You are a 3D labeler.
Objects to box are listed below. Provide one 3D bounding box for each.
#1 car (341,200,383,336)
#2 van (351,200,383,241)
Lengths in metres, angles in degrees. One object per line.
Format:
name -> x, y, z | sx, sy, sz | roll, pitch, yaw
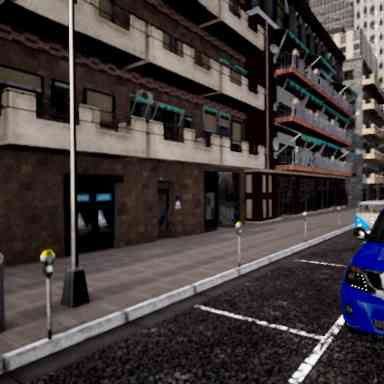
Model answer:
car -> 4.470, 1.213, 6.139 | 2.150, 2.045, 5.566 | 0, 0, 37
van -> 9.453, 1.322, 16.908 | 1.690, 1.788, 3.998 | -1, 0, 37
